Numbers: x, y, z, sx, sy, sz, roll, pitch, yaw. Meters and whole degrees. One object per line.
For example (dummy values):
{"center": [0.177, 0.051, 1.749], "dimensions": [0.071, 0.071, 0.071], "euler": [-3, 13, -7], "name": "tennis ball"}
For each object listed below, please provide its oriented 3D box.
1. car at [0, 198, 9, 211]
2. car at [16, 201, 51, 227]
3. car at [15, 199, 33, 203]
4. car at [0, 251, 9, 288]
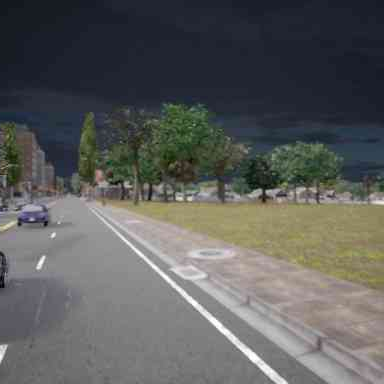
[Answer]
{"center": [-24.792, 1.597, 42.384], "dimensions": [2.097, 1.767, 4.553], "euler": [-1, 0, -20], "name": "car"}
{"center": [-11.039, 1.587, 23.500], "dimensions": [1.812, 1.442, 4.674], "euler": [-1, 0, -20], "name": "car"}
{"center": [-21.720, 1.644, 43.449], "dimensions": [1.837, 1.490, 4.892], "euler": [-1, 0, -20], "name": "car"}
{"center": [-4.958, 1.604, 6.470], "dimensions": [1.994, 1.385, 4.181], "euler": [-1, 0, -20], "name": "car"}
